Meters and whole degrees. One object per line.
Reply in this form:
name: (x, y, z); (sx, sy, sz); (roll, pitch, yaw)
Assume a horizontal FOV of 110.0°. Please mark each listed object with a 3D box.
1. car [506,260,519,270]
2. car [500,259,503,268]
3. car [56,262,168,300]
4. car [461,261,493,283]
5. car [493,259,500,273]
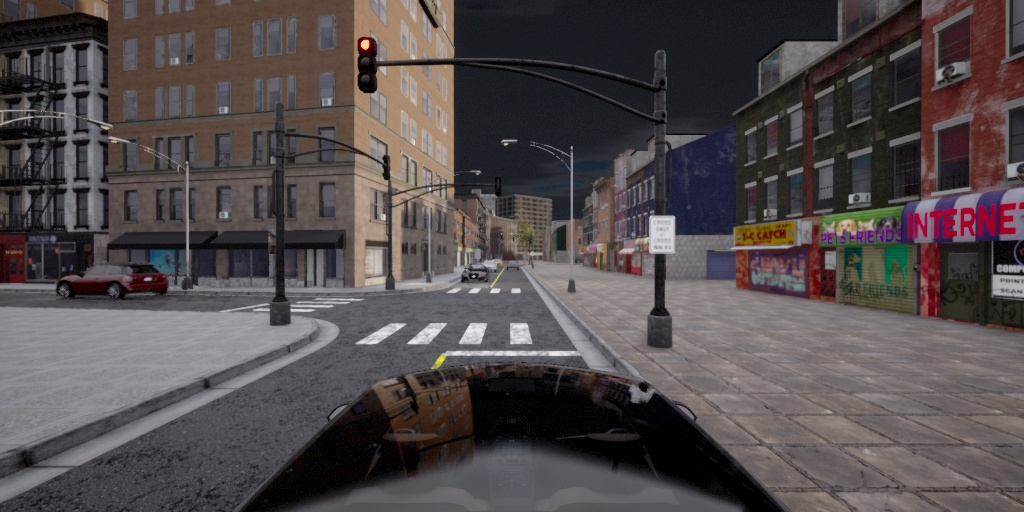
car: (0.102, 1.305, 52.801); (2.033, 1.411, 5.357); (0, 0, 0)
car: (-2.628, 1.268, 62.808); (1.882, 1.535, 5.008); (0, 0, 0)
car: (-20.259, 1.194, 18.240); (4.553, 1.767, 2.097); (0, 0, 9)
car: (-2.798, 1.314, 28.176); (1.994, 1.385, 4.181); (0, 0, 0)
car: (-2.764, 1.280, 43.550); (1.812, 1.442, 4.674); (0, 0, 0)
